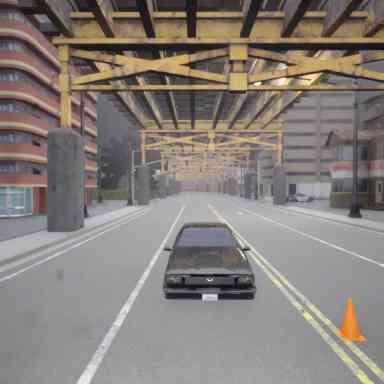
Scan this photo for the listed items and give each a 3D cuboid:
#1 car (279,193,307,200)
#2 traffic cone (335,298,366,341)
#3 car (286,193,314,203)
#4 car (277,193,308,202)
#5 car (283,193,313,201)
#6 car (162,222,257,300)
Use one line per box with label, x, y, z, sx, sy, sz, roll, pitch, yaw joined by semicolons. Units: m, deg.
car;17.861;0.800;59.011;4.536;1.218;1.853;0;1;25
traffic cone;2.454;1.949;5.157;0.340;0.580;0.340;0;0;0
car;17.466;1.005;54.878;4.974;1.542;2.038;0;1;-20
car;17.814;0.957;59.035;4.974;1.542;2.038;0;1;25
car;17.515;0.847;54.894;4.536;1.218;1.853;0;1;-20
car;0.362;1.533;8.764;2.033;1.411;5.357;0;0;1
